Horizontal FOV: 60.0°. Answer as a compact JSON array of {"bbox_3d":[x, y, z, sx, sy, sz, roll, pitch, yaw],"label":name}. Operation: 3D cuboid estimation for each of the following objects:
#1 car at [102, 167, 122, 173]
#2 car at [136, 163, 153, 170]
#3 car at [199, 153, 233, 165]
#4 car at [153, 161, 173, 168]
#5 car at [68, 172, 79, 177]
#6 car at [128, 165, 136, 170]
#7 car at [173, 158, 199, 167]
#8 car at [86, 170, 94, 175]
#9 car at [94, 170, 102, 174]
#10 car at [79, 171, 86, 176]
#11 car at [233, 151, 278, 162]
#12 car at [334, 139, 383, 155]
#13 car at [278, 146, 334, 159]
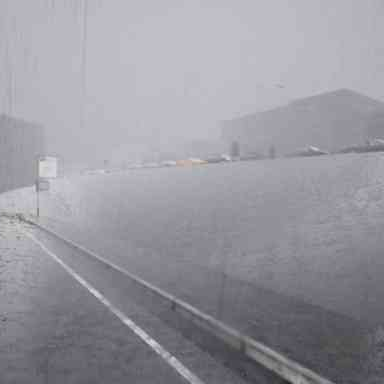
[{"bbox_3d":[-15.392,-4.126,65.556,2.185,1.767,4.553,0,0,-33],"label":"car"},{"bbox_3d":[-6.314,-3.821,51.827,2.231,1.521,4.892,0,1,-34],"label":"car"},{"bbox_3d":[3.415,-3.678,38.355,2.185,1.767,4.553,0,1,-37],"label":"car"},{"bbox_3d":[-3.163,-3.695,47.262,2.002,1.452,4.674,0,1,-35],"label":"car"},{"bbox_3d":[-30.664,-4.246,88.674,2.231,1.521,4.892,0,0,-33],"label":"car"},{"bbox_3d":[-9.363,-3.889,56.428,2.231,1.521,4.892,0,1,-33],"label":"car"},{"bbox_3d":[0.085,-3.644,42.764,2.097,1.535,5.008,0,1,-36],"label":"car"},{"bbox_3d":[-21.548,-4.234,74.876,2.185,1.767,4.553,0,0,-33],"label":"car"},{"bbox_3d":[-18.421,-4.013,70.141,2.002,1.452,4.674,0,0,-33],"label":"car"},{"bbox_3d":[-24.591,-4.284,79.482,2.185,1.767,4.553,0,0,-33],"label":"car"},{"bbox_3d":[6.972,-3.428,33.869,2.163,1.488,4.792,0,1,-38],"label":"car"},{"bbox_3d":[14.021,-3.273,25.503,2.231,1.521,4.892,0,1,-41],"label":"car"},{"bbox_3d":[10.483,-3.326,29.611,2.002,1.452,4.674,0,1,-40],"label":"car"}]
